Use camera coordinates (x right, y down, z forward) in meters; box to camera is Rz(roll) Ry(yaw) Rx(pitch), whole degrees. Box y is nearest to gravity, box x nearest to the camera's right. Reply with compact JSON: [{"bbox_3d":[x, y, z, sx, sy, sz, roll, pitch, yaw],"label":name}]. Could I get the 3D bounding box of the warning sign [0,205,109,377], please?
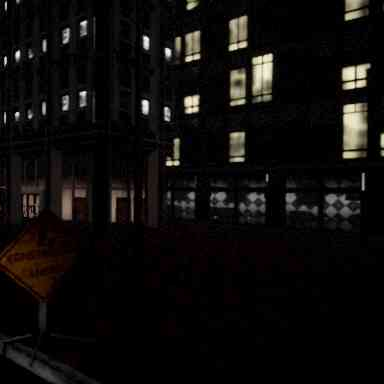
[{"bbox_3d":[-2.021,1.131,4.534,1.060,1.860,1.300,1,0,36],"label":"warning sign"}]
